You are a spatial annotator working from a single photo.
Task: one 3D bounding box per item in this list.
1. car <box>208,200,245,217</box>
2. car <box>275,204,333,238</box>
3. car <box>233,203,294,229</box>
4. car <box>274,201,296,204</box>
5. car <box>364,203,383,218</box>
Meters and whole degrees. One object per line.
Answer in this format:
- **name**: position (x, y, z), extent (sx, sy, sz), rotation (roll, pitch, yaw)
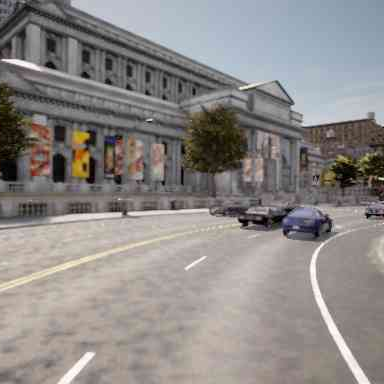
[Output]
- **car**: position (3.570, 1.545, 31.705), extent (1.837, 1.490, 4.892), rotation (0, -1, 44)
- **car**: position (6.398, 1.598, 18.363), extent (1.812, 1.442, 4.674), rotation (0, 0, 33)
- **car**: position (5.017, 1.657, 22.455), extent (1.895, 1.301, 4.718), rotation (1, 0, 38)
- **car**: position (8.656, 1.590, 31.926), extent (2.128, 1.511, 4.902), rotation (1, 0, 44)
- **car**: position (17.855, 1.750, 31.270), extent (2.033, 1.411, 5.357), rotation (1, 0, 44)
